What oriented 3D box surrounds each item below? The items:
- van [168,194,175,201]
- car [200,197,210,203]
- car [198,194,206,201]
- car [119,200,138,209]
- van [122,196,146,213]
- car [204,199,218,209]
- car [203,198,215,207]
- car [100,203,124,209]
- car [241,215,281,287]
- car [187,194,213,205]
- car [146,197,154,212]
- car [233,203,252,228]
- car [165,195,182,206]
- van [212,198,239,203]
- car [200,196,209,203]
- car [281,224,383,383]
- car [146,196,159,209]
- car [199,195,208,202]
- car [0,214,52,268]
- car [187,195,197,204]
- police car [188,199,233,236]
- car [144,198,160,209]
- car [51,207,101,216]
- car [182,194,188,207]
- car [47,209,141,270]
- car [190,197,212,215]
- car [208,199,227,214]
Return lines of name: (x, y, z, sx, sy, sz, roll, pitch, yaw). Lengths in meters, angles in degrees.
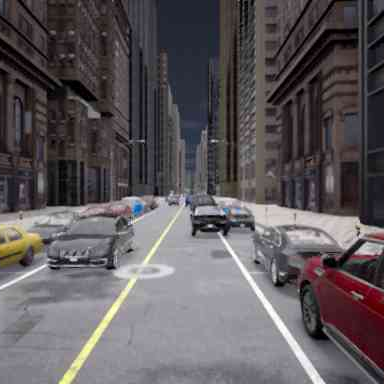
van: (-5.758, 1.541, 93.447, 1.690, 1.788, 3.998, 0, 0, 0)
car: (2.766, 1.709, 70.987, 1.947, 1.339, 4.313, 0, 0, 0)
car: (2.767, 1.515, 93.462, 2.192, 1.841, 5.009, 0, 0, 0)
car: (-5.761, 1.592, 26.026, 1.887, 1.381, 4.507, 0, 0, 0)
van: (-5.760, 1.399, 31.645, 1.690, 1.788, 3.998, 0, 0, 0)
car: (2.765, 1.673, 48.512, 1.802, 1.307, 4.206, 0, 0, 0)
car: (2.766, 1.684, 54.130, 1.802, 1.307, 4.206, 0, 0, 0)
car: (-5.761, 1.581, 20.407, 1.887, 1.381, 4.507, 0, 0, 0)
car: (2.763, 1.566, 9.181, 2.008, 1.369, 4.403, 0, 0, 0)
car: (0.902, 1.276, 28.816, 2.150, 2.045, 5.566, 0, 0, 0)
car: (-5.760, 1.620, 37.262, 2.008, 1.369, 4.403, 0, 0, 0)
car: (2.764, 1.586, 20.418, 2.008, 1.369, 4.403, 0, 0, 0)
car: (-2.997, 1.685, 56.132, 2.033, 1.411, 5.357, 0, 0, 0)
van: (2.764, 1.387, 26.037, 1.690, 1.788, 3.998, 0, 0, 0)
car: (2.766, 1.702, 76.606, 1.887, 1.381, 4.507, 0, 0, 0)
car: (2.763, 1.321, 3.563, 2.192, 1.841, 5.009, 0, 0, 0)
car: (-5.760, 1.395, 42.882, 2.192, 1.841, 5.009, 0, 0, 0)
car: (2.767, 1.611, 82.225, 1.967, 1.590, 4.097, 0, 0, 0)
car: (-5.761, 1.541, 9.001, 1.752, 1.417, 4.829, 0, 0, 0)
car: (0.004, 1.458, 68.428, 2.097, 1.767, 4.553, 0, 0, 0)
police car: (0.901, 1.458, 18.895, 1.930, 1.638, 5.238, 0, 0, 0)
car: (-5.760, 1.616, 48.330, 1.752, 1.417, 4.829, 0, 0, 0)
car: (-5.762, 1.576, 14.795, 2.008, 1.369, 4.403, 0, 0, 0)
car: (0.003, 1.322, 52.936, 2.150, 2.045, 5.566, 0, 0, 0)
car: (-3.100, 1.523, 11.128, 1.837, 1.490, 4.892, 0, 0, 0)
car: (0.901, 1.415, 34.756, 2.097, 1.767, 4.553, 0, 0, 0)
car: (2.765, 1.594, 37.444, 1.752, 1.417, 4.829, 0, 0, 0)
